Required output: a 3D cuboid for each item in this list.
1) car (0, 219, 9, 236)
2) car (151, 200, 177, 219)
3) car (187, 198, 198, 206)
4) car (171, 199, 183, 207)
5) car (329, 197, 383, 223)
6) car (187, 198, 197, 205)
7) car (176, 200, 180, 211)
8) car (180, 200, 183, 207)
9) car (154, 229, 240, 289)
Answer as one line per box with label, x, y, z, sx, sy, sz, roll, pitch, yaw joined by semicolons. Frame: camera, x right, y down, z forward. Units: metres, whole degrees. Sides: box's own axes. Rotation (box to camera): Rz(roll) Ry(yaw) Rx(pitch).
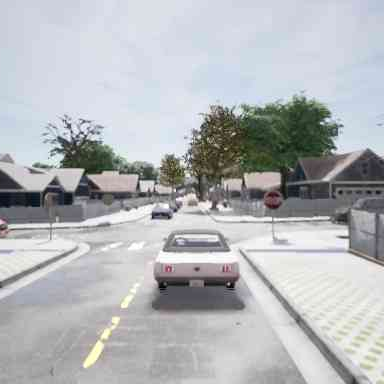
car;-13.023;1.825;18.984;4.553;1.767;2.097;-2;0;-1
car;-2.835;1.803;32.324;2.033;1.411;5.357;0;0;0
car;0.128;1.984;64.899;1.882;1.535;5.008;0;0;0
car;-2.769;2.089;62.653;1.895;1.301;4.718;0;0;1
car;11.595;1.161;22.107;4.553;1.767;2.097;-2;0;0
car;0.036;2.113;74.857;2.128;1.511;4.902;0;0;0
car;-2.826;1.856;42.349;1.812;1.442;4.674;0;0;0
car;-2.815;2.008;52.420;1.895;1.301;4.718;0;0;0
car;0.109;1.683;9.348;1.895;1.301;4.718;0;0;0
